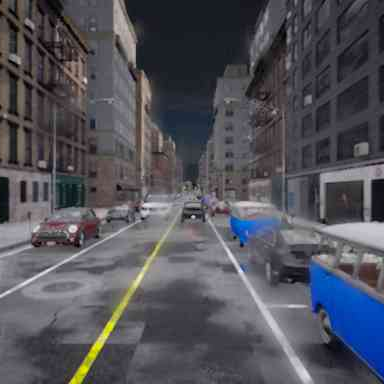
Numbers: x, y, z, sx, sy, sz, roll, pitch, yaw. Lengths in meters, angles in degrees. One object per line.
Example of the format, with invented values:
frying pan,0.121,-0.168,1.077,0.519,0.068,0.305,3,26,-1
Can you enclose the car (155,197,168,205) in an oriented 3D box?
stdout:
car,-5.385,1.624,58.812,1.947,1.339,4.313,0,0,0

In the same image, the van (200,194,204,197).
van,2.640,1.394,53.301,1.690,1.788,3.998,0,0,0

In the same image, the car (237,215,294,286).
car,2.638,1.557,9.214,2.008,1.369,4.403,0,0,0

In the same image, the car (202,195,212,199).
car,2.639,1.482,42.279,1.967,1.590,4.097,0,0,0

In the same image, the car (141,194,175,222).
car,-2.845,1.246,27.337,2.150,2.045,5.566,0,0,0

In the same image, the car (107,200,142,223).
car,-5.387,1.574,25.746,2.008,1.369,4.403,0,0,0

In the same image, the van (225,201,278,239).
van,2.638,1.352,14.724,1.690,1.788,3.998,0,0,0

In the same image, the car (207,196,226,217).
car,2.639,1.470,31.257,1.967,1.590,4.097,0,0,0

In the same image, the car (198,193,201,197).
car,2.640,1.373,58.813,2.192,1.841,5.009,0,0,0

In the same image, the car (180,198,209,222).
car,0.100,1.531,26.397,1.837,1.490,4.892,0,0,0

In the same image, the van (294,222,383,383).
van,2.637,1.343,3.703,1.690,1.788,3.998,0,0,0

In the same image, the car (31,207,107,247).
car,-5.387,1.451,14.725,1.967,1.590,4.097,0,0,0

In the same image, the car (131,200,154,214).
car,-5.386,1.580,36.768,1.887,1.381,4.507,0,0,0

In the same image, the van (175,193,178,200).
van,-5.403,1.426,90.776,1.690,1.788,3.998,0,0,0

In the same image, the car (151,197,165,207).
car,-5.385,1.597,53.302,1.887,1.381,4.507,0,0,0
